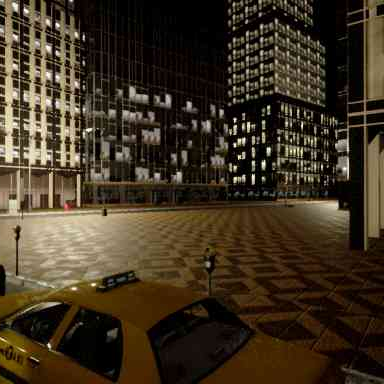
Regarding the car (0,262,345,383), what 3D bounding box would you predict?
[{"bbox_3d":[-0.964,1.525,3.562,4.829,1.417,1.752,0,0,35],"label":"car"}]
